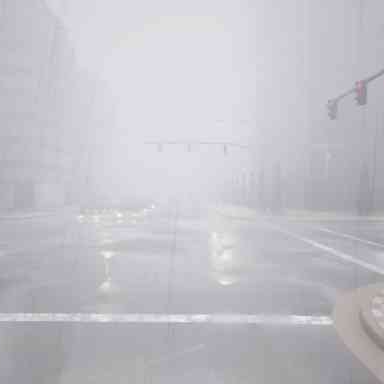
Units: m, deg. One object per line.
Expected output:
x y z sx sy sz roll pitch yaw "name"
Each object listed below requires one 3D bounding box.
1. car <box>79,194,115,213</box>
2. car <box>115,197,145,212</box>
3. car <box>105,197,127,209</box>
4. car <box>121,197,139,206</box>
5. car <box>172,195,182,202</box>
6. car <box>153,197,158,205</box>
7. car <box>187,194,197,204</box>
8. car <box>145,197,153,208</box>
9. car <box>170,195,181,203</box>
-10.572 1.221 36.703 2.150 2.045 5.566 0 0 0 "car"
-7.072 1.352 38.049 2.097 1.767 4.553 0 0 0 "car"
-10.563 1.478 46.405 1.882 1.535 5.008 0 0 0 "car"
-10.541 1.547 56.738 2.033 1.411 5.357 0 0 0 "car"
-3.443 1.494 75.974 2.128 1.511 4.902 0 0 0 "car"
-7.041 1.564 56.913 1.994 1.385 4.181 0 0 0 "car"
0.049 1.547 66.074 2.033 1.411 5.357 0 0 0 "car"
-7.060 1.526 47.033 1.812 1.442 4.674 0 0 -1 "car"
-3.450 1.505 66.646 1.837 1.490 4.892 0 0 0 "car"
